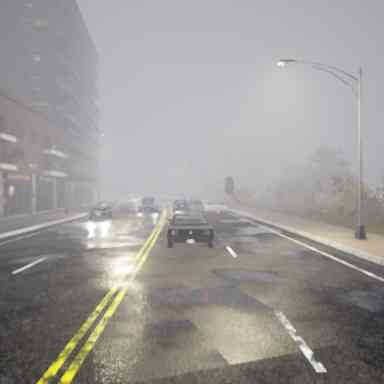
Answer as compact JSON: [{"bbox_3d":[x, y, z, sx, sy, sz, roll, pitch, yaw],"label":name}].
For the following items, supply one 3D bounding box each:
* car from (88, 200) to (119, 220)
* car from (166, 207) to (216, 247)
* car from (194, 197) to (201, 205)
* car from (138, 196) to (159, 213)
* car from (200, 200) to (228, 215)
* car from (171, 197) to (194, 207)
[{"bbox_3d":[-7.453,1.476,28.421,2.128,1.511,4.902,0,0,-3],"label":"car"},{"bbox_3d":[-0.120,1.581,14.889,1.895,1.301,4.718,0,0,-2],"label":"car"},{"bbox_3d":[0.480,1.498,52.364,1.895,1.301,4.718,0,0,-6],"label":"car"},{"bbox_3d":[-4.722,1.309,36.431,2.097,1.767,4.553,0,0,-4],"label":"car"},{"bbox_3d":[2.243,1.537,32.933,1.895,1.301,4.718,0,0,-4],"label":"car"},{"bbox_3d":[-1.235,1.490,36.494,2.033,1.411,5.357,0,0,-5],"label":"car"}]
